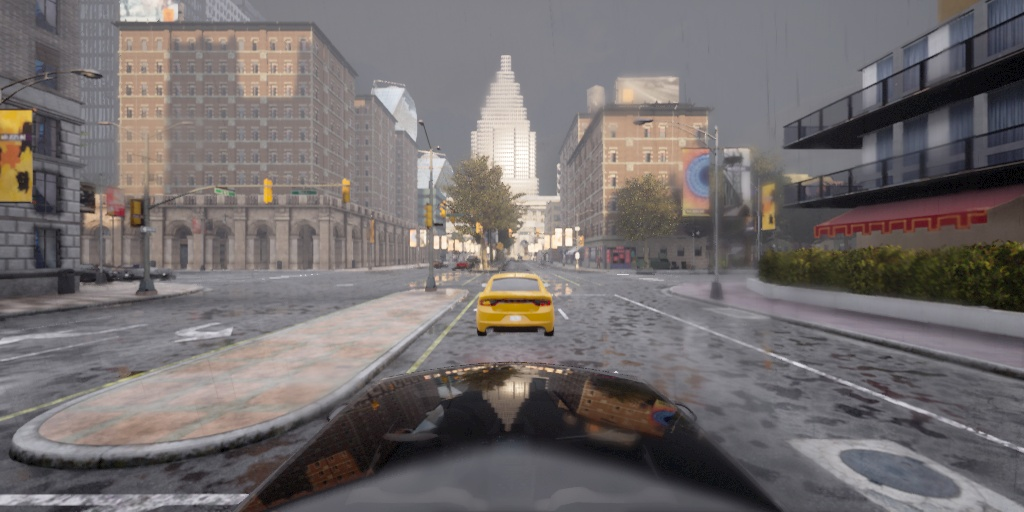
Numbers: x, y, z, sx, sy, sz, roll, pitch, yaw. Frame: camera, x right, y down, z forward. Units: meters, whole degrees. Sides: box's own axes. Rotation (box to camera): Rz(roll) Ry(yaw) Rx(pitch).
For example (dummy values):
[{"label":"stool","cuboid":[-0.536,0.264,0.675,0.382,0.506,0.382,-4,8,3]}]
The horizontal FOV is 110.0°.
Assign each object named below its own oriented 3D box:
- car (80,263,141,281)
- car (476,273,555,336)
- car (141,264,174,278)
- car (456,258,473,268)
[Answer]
[{"label":"car","cuboid":[-33.414,1.273,28.915,4.674,1.442,1.812,0,0,0]},{"label":"car","cuboid":[0.092,1.227,10.415,1.882,1.535,5.008,0,0,0]},{"label":"car","cuboid":[-33.666,1.348,32.413,4.718,1.301,1.895,0,0,0]},{"label":"car","cuboid":[-8.001,1.344,59.153,1.895,1.301,4.718,0,0,0]}]
